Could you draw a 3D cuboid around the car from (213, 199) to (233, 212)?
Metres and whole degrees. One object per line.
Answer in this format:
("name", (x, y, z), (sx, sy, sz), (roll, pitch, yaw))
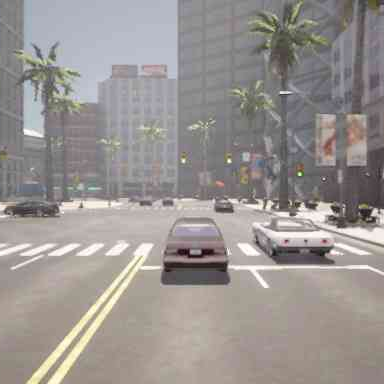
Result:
("car", (3.597, 1.532, 38.446), (1.994, 1.385, 4.181), (0, 0, 0))

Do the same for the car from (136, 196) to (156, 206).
("car", (-7.298, 1.557, 52.918), (1.895, 1.301, 4.718), (0, 0, -3))

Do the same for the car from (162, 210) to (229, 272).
("car", (0.093, 1.539, 10.767), (2.033, 1.411, 5.357), (0, 0, 0))

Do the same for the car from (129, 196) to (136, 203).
("car", (-11.318, 1.468, 67.758), (1.812, 1.442, 4.674), (0, 0, -32))

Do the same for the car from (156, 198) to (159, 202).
("car", (-8.718, 1.537, 70.173), (1.895, 1.301, 4.718), (0, 0, -32))

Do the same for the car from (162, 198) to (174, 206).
("car", (-3.907, 1.556, 54.452), (1.895, 1.301, 4.718), (0, 0, -4))

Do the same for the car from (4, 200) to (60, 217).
("car", (-14.449, 1.480, 29.982), (4.892, 1.490, 1.837), (0, -1, 10))

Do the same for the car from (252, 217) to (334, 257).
("car", (3.595, 1.590, 12.806), (1.895, 1.301, 4.718), (0, 0, 0))
